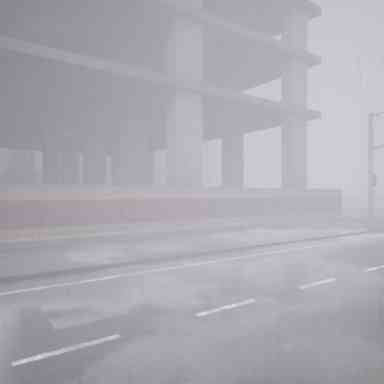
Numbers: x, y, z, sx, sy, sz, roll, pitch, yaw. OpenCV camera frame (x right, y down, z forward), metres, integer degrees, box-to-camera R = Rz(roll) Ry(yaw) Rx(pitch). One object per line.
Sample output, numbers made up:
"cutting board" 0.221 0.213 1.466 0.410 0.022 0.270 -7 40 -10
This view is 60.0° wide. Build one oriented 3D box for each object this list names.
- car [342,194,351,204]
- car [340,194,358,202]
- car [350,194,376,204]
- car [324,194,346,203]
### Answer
"car" 30.464 1.512 64.782 3.905 1.438 1.784 0 0 -35
"car" 37.964 1.337 80.174 4.605 1.855 1.932 0 0 -35
"car" 32.135 1.544 62.418 3.806 1.475 1.970 0 0 -35
"car" 28.874 1.301 66.944 4.605 1.855 1.932 0 0 -35
